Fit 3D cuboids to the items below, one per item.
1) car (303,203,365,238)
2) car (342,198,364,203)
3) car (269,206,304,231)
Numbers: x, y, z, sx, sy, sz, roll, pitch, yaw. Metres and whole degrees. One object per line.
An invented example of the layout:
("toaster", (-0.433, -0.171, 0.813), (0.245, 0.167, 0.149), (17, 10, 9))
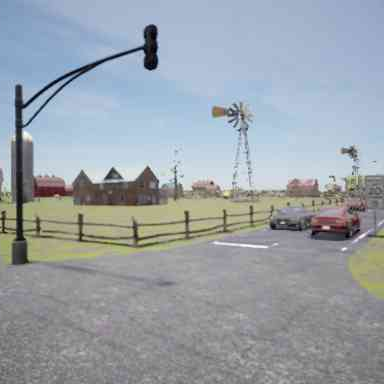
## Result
("car", (7.620, 1.511, 17.560), (1.812, 1.442, 4.674), (-2, -1, 35))
("car", (18.422, 1.451, 38.034), (1.882, 1.535, 5.008), (-2, -1, 35))
("car", (6.440, 1.610, 21.068), (1.994, 1.385, 4.181), (-2, -1, 35))
